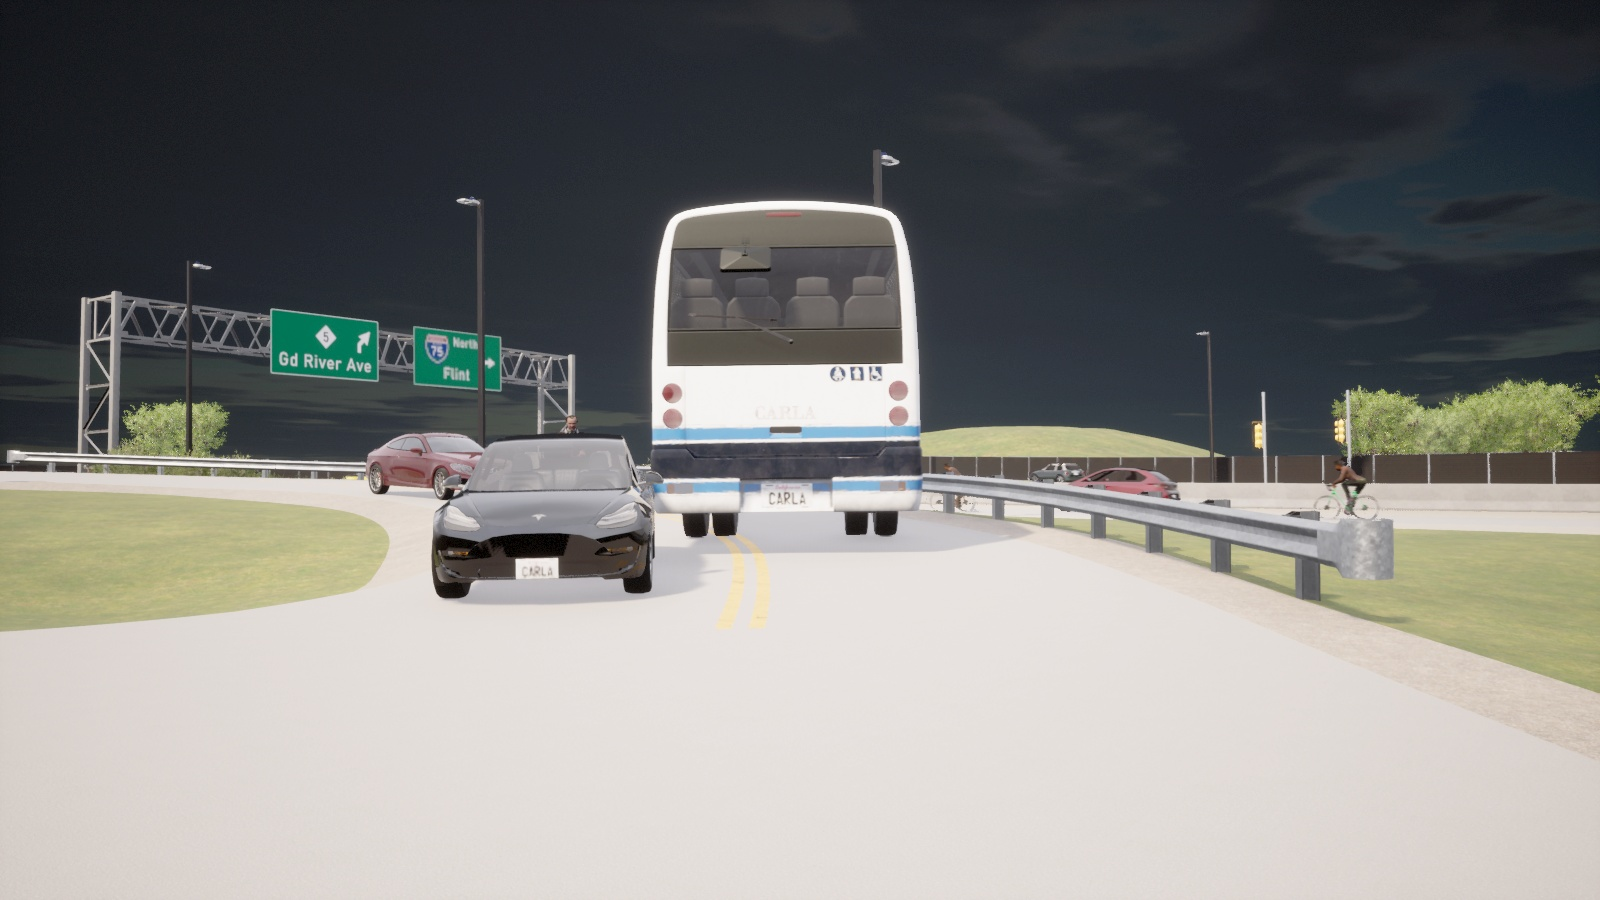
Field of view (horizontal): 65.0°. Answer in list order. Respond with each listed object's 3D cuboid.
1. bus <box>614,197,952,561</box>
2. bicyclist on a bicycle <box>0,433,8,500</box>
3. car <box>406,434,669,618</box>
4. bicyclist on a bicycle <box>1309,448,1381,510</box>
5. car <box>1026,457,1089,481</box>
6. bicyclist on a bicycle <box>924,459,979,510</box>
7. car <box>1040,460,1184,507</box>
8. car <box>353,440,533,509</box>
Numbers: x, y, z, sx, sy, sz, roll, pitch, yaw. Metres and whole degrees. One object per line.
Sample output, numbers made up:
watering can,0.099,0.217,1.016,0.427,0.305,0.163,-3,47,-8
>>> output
bus,-0.155,-0.934,20.291,3.944,4.253,10.273,-2,1,1
bicyclist on a bicycle,-19.884,0.403,29.891,0.582,1.620,1.656,0,0,35
car,-2.492,0.617,13.154,2.163,1.488,4.792,-2,1,-6
bicyclist on a bicycle,14.712,0.792,33.937,1.656,1.620,0.582,-2,-2,35
car,16.477,1.222,80.493,1.970,1.475,3.806,-1,-1,-28
bicyclist on a bicycle,4.908,1.120,40.733,1.656,1.620,0.582,-2,-2,35
car,10.224,1.102,41.305,4.193,1.474,1.816,-2,-2,35
car,-8.145,0.505,28.431,4.674,1.442,1.812,0,1,44
